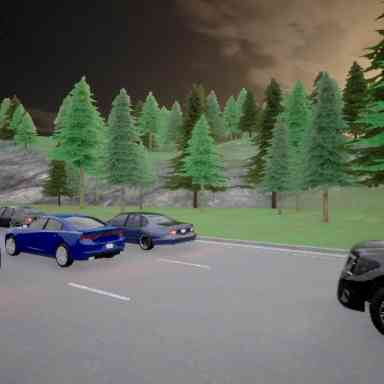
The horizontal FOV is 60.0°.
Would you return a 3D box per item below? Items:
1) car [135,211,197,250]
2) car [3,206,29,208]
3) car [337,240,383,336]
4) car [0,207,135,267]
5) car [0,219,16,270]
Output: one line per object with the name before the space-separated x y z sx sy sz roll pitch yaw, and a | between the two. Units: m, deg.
car | -2.377 1.547 14.261 5.357 1.411 2.033 0 0 35
car | -10.605 1.547 20.066 5.357 1.411 2.033 0 0 35
car | 5.107 1.222 4.657 5.566 2.045 2.150 0 0 35
car | -4.499 1.478 11.474 5.008 1.535 1.882 0 0 36
car | -6.951 1.505 8.925 4.892 1.490 1.837 0 0 36
